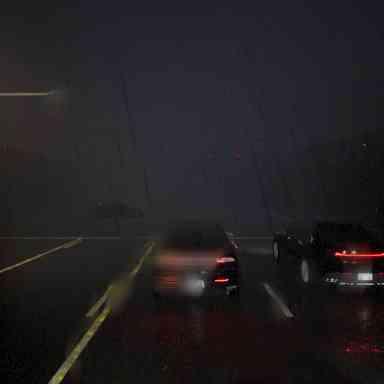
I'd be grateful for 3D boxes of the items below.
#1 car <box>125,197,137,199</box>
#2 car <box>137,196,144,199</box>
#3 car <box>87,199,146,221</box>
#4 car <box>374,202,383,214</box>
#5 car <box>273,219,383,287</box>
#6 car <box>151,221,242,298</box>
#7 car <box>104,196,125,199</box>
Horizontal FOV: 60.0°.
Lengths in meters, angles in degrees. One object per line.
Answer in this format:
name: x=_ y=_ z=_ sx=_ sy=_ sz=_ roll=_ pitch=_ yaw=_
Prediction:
car: x=-10.435 y=1.526 z=52.865 sx=1.812 sy=1.442 sz=4.674 roll=0 pitch=0 yaw=1
car: x=-10.348 y=1.564 z=65.214 sx=1.994 sy=1.385 sz=4.181 roll=0 pitch=0 yaw=1
car: x=-6.118 y=1.526 z=27.165 sx=4.674 sy=1.442 sz=1.812 roll=0 pitch=0 yaw=-24
car: x=18.122 y=1.061 z=28.324 sx=4.902 sy=1.511 sz=2.128 roll=-5 pitch=0 yaw=0
car: x=3.605 y=1.505 z=9.297 sx=1.837 sy=1.490 sz=4.892 roll=0 pitch=0 yaw=1
car: x=0.100 y=1.492 z=8.535 sx=2.128 sy=1.511 sz=4.902 roll=0 pitch=0 yaw=0
car: x=-10.468 y=1.352 z=42.785 sx=2.097 sy=1.767 sz=4.553 roll=0 pitch=0 yaw=0
